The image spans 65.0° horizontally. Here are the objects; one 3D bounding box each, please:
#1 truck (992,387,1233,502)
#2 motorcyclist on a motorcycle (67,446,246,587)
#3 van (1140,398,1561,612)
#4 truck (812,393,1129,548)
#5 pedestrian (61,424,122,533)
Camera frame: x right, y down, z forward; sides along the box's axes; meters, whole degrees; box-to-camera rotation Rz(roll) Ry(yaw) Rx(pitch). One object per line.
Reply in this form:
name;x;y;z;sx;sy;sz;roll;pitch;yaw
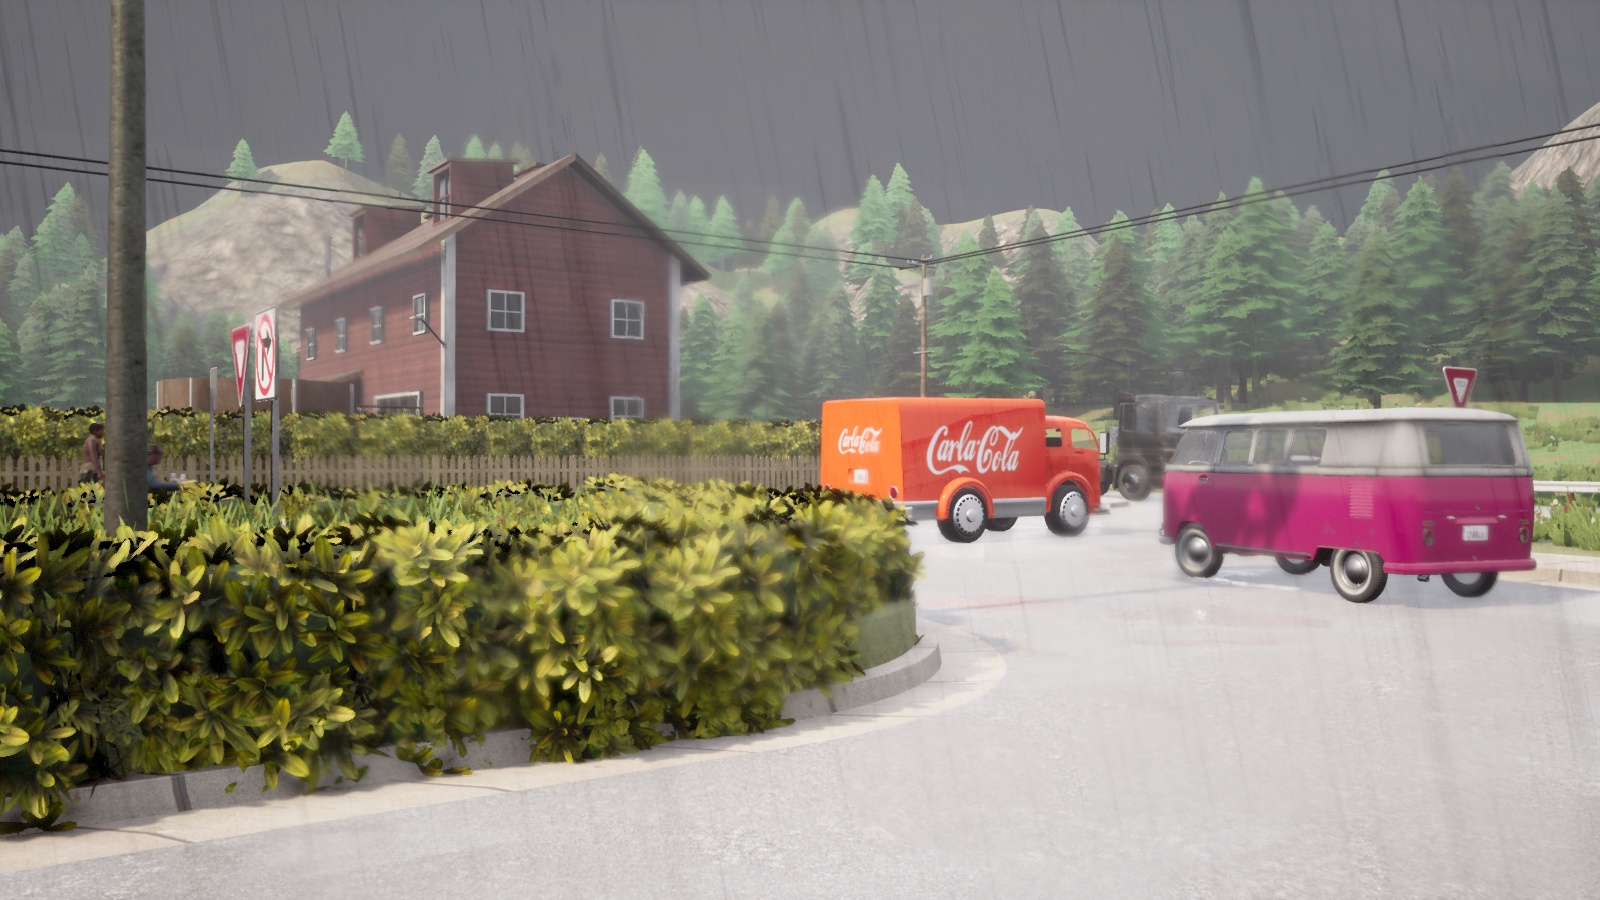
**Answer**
truck;10.250;-0.156;42.166;2.891;3.462;7.936;0;0;-34
motorcyclist on a motorcycle;-7.699;0.751;15.049;1.817;1.590;0.866;0;0;-35
van;5.870;0.520;14.076;1.775;1.987;4.442;0;0;-19
truck;3.101;0.313;22.488;5.204;2.467;2.627;-1;0;-35
pedestrian;-11.960;0.477;21.208;0.869;1.805;0.328;0;0;-35
